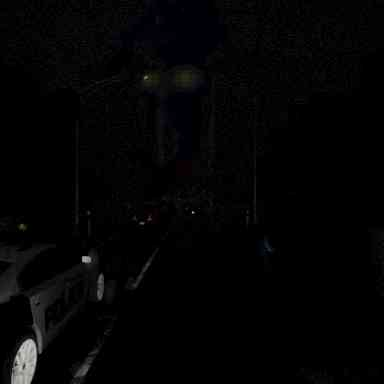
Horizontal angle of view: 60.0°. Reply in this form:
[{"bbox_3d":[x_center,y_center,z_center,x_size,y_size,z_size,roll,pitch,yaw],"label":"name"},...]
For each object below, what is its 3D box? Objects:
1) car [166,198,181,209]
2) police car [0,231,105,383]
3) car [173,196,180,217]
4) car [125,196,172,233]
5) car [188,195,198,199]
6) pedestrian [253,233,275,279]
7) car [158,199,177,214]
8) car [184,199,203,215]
[{"bbox_3d":[-2.596,1.628,48.021,2.008,1.369,4.403,0,0,0],"label":"car"},{"bbox_3d":[-2.745,1.427,5.151,1.930,1.638,5.238,0,0,0],"label":"police car"},{"bbox_3d":[-2.608,1.349,31.180,2.192,1.841,5.009,0,0,0],"label":"car"},{"bbox_3d":[-2.616,1.329,19.952,2.192,1.841,5.009,0,0,0],"label":"car"},{"bbox_3d":[0.102,1.545,44.538,1.882,1.535,5.008,0,0,0],"label":"car"},{"bbox_3d":[1.729,1.564,8.157,0.500,1.100,0.500,0,0,0],"label":"pedestrian"},{"bbox_3d":[-2.605,1.572,36.624,1.752,1.417,4.829,0,0,0],"label":"car"},{"bbox_3d":[0.119,1.641,33.863,1.895,1.301,4.718,0,0,0],"label":"car"}]
